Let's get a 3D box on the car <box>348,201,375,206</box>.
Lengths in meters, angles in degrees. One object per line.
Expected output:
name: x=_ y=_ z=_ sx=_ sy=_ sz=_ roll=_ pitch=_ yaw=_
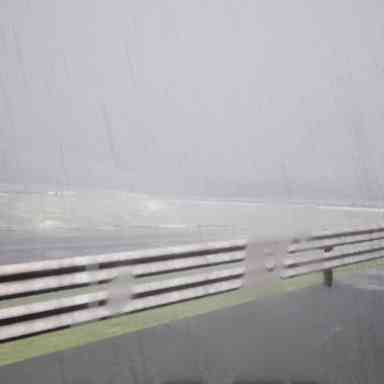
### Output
car: x=34.641 y=2.530 z=67.900 sx=5.008 sy=1.535 sz=1.882 roll=2 pitch=-3 yaw=32
